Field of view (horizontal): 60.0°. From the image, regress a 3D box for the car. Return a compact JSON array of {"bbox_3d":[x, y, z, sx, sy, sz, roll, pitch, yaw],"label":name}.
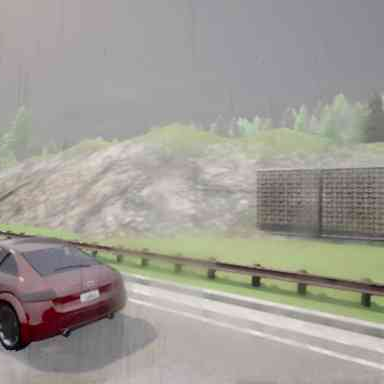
[{"bbox_3d":[-3.202,1.558,6.254,4.181,1.385,1.994,0,0,35],"label":"car"}]
